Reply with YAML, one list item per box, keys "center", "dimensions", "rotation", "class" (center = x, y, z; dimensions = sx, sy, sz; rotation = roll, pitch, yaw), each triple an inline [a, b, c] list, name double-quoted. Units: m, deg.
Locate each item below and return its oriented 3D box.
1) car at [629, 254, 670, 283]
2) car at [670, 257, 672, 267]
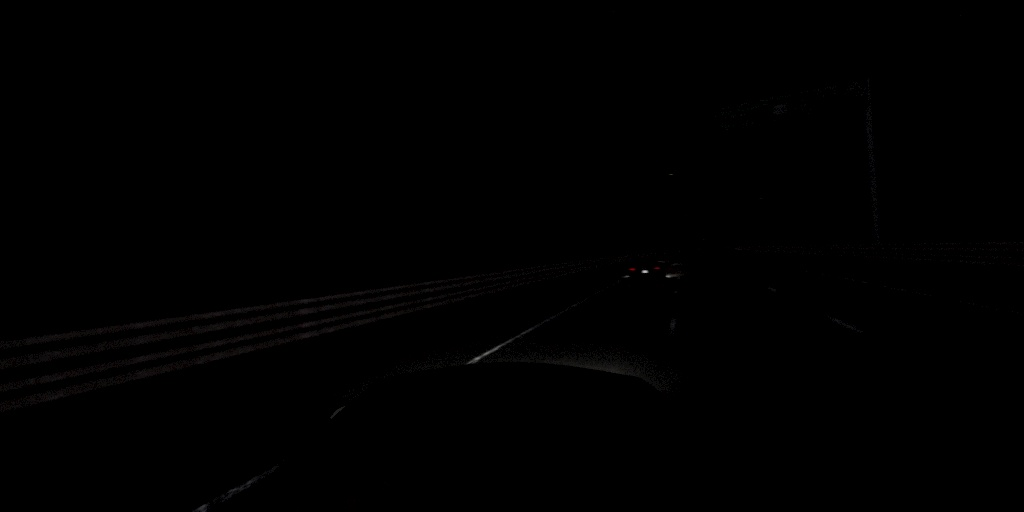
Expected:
- center: [8.561, 0.832, 22.591]
  dimensions: [1.994, 1.385, 4.181]
  rotation: [-4, 0, 25]
  class: "car"
- center: [15.579, 0.502, 37.403]
  dimensions: [1.895, 1.301, 4.718]
  rotation: [-4, 0, 26]
  class: "car"
